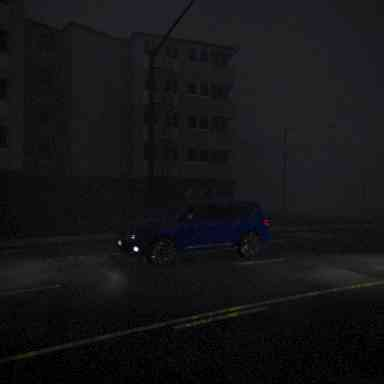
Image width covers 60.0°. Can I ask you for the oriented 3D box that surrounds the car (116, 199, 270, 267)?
[{"bbox_3d":[0.177,1.291,11.861,5.566,2.045,2.150,0,-1,-27],"label":"car"}]
